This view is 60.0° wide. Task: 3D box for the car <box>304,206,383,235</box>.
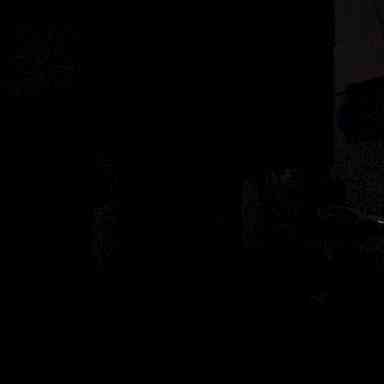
[{"bbox_3d":[8.740,1.525,18.898,1.812,1.442,4.674,0,0,-43],"label":"car"}]
